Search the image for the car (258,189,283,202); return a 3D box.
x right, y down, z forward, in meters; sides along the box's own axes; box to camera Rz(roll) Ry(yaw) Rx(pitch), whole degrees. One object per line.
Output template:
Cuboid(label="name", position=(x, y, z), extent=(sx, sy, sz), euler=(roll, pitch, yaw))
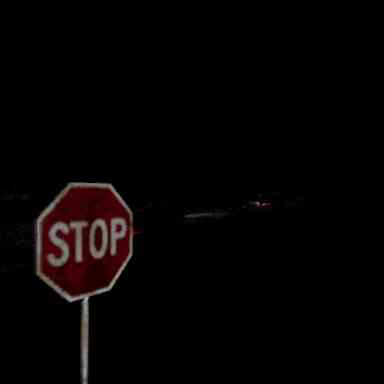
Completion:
Cuboid(label="car", position=(11.743, 0.456, 49.456), extent=(2.097, 1.767, 4.553), euler=(1, 2, 36))

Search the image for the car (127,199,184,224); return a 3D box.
Cuboid(label="car", position=(-2.513, 1.293, 23.072), extent=(2.128, 1.511, 4.902), euler=(0, 2, 35))

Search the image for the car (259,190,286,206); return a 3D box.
Cuboid(label="car", position=(9.861, 0.786, 40.510), extent=(1.882, 1.535, 5.008), euler=(0, 2, 35))

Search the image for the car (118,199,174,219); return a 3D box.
Cuboid(label="car", position=(-3.741, 1.306, 27.733), extent=(1.895, 1.301, 4.718), euler=(0, 2, 35))

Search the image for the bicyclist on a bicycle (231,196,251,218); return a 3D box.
Cuboid(label="bicyclist on a bicycle", position=(3.647, 1.148, 25.023), extent=(1.656, 1.620, 0.582), euler=(-1, 0, 35))
